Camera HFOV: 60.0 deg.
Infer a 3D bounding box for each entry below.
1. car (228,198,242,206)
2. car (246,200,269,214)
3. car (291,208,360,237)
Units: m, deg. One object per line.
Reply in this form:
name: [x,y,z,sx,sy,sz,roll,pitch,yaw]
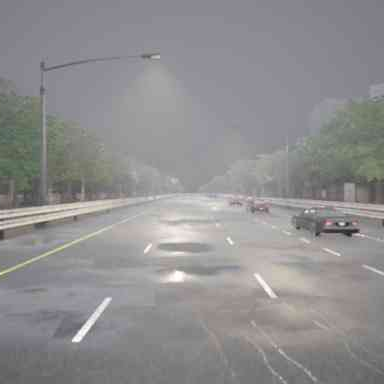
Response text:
car: [6.994,1.612,54.751,1.895,1.301,4.718,0,0,0]
car: [6.994,1.538,35.744,1.812,1.442,4.674,0,0,0]
car: [6.998,1.549,18.031,2.033,1.411,5.357,0,0,0]
